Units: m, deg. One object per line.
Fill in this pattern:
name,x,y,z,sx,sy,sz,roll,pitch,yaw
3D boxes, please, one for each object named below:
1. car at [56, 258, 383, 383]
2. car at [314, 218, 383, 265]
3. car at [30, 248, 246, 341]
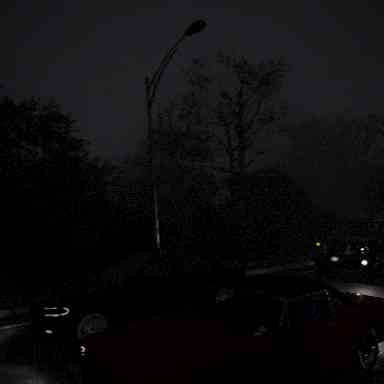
car,0.867,1.939,4.635,4.718,1.301,1.895,1,-5,-36
car,7.211,2.097,13.349,5.566,2.045,2.150,3,-7,-37
car,-0.951,2.119,7.635,5.008,1.535,1.882,1,-5,-34
